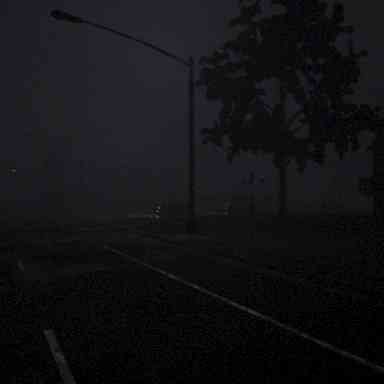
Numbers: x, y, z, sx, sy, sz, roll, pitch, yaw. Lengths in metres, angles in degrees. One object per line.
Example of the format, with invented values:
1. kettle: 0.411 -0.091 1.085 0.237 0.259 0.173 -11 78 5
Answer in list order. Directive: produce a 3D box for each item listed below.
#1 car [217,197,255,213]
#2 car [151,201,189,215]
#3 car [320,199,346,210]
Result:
1. car: 6.194 1.762 46.210 5.566 2.045 2.150 0 -1 -32
2. car: -2.687 1.856 40.549 4.553 1.767 2.097 0 -1 -33
3. car: 22.242 1.909 52.240 4.553 1.767 2.097 0 -1 -35
